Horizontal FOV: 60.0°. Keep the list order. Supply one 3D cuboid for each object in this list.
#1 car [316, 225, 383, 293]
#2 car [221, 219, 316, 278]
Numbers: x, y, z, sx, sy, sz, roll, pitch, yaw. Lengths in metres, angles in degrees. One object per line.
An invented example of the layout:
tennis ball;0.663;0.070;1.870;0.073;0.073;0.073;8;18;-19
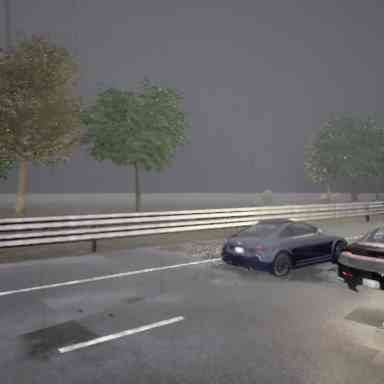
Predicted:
car;5.252;1.450;7.496;4.902;1.511;2.128;0;0;-36
car;2.904;1.524;10.117;4.181;1.385;1.994;0;0;-36
